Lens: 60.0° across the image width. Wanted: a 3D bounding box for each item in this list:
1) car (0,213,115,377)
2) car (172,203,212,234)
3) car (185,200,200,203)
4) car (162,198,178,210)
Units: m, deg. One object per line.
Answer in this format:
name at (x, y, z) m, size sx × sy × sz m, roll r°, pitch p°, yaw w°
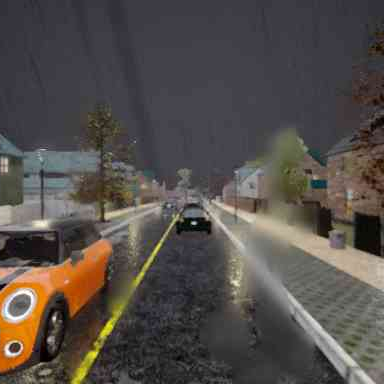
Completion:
car at (-2.842, 1.346, 5.853) m, size 2.097 × 1.767 × 4.553 m, roll 0°, pitch 0°, yaw 0°
car at (0.098, 1.558, 19.051) m, size 1.994 × 1.385 × 4.181 m, roll 0°, pitch 0°, yaw 0°
car at (0.057, 1.520, 32.728) m, size 1.837 × 1.490 × 4.892 m, roll 0°, pitch 0°, yaw 1°
car at (-2.757, 1.545, 42.681) m, size 2.128 × 1.511 × 4.902 m, roll 0°, pitch 0°, yaw 1°
